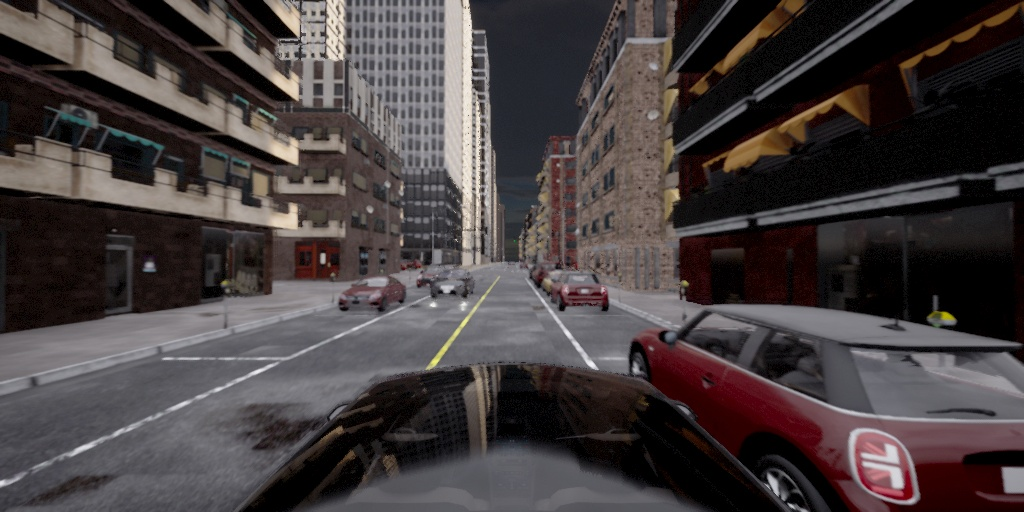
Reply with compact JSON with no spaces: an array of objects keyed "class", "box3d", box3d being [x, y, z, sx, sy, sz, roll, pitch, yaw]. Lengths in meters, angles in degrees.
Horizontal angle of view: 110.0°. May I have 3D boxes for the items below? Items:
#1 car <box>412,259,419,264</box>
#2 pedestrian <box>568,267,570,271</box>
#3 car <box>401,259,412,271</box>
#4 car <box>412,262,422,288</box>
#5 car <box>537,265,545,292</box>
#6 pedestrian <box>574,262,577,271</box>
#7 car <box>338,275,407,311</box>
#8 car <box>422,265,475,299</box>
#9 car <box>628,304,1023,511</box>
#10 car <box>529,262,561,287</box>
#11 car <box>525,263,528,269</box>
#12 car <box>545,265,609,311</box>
[{"class":"car","box3d":[-17.718,1.432,59.934,5.009,1.841,2.192,0,0,0]},{"class":"pedestrian","box3d":[7.129,1.535,44.761,0.375,1.860,0.375,0,-1,0]},{"class":"car","box3d":[-17.582,1.318,51.555,5.009,1.841,2.192,0,0,0]},{"class":"car","box3d":[-5.694,1.466,26.524,1.967,1.591,4.097,0,0,0]},{"class":"car","box3d":[2.687,1.488,21.015,1.751,1.417,4.829,0,0,0]},{"class":"pedestrian","box3d":[8.129,1.556,45.361,0.375,1.860,0.375,0,-1,0]},{"class":"car","box3d":[-5.692,1.481,15.160,1.802,1.307,4.207,0,0,0]},{"class":"car","box3d":[-3.102,1.439,19.510,2.128,1.511,4.902,0,-1,0]},{"class":"car","box3d":[2.689,1.213,3.798,1.967,1.591,4.097,0,0,0]},{"class":"car","box3d":[2.686,1.341,26.527,2.192,1.841,5.009,0,0,0]},{"class":"car","box3d":[2.685,1.721,37.891,1.948,1.339,4.313,0,0,0]},{"class":"car","box3d":[2.688,1.338,15.163,1.967,1.591,4.097,0,0,0]}]
